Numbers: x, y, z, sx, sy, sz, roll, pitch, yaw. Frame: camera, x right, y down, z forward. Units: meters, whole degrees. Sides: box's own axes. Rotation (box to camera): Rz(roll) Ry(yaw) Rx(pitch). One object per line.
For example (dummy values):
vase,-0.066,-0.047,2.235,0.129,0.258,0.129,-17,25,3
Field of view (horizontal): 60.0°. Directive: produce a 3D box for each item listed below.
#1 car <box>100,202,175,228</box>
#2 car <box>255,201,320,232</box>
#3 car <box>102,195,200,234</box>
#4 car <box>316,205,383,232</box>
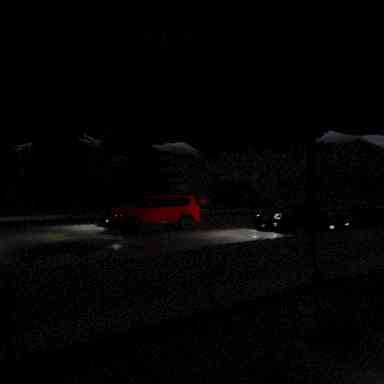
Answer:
car,-3.617,1.482,22.338,4.674,1.442,1.812,0,0,-31
car,5.986,1.328,19.848,4.553,1.767,2.097,0,0,-29
car,-2.156,1.185,19.155,5.566,2.045,2.150,0,0,-32
car,8.626,1.548,17.312,4.181,1.385,1.994,0,0,-29
